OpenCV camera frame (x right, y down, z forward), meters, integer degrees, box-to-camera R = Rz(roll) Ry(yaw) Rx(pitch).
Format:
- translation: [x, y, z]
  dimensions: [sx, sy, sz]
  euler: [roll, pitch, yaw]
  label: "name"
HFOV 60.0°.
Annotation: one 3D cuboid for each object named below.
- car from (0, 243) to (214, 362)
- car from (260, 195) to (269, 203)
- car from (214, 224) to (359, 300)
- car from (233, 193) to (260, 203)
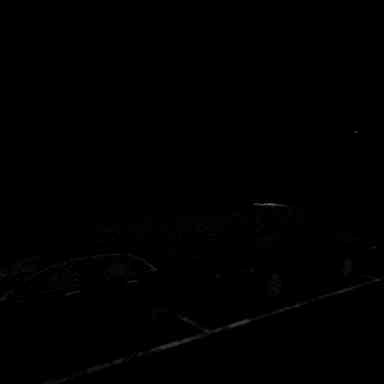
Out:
- translation: [-2.040, 1.550, 5.191]
  dimensions: [4.403, 1.369, 2.008]
  euler: [0, 0, -35]
  label: "car"
- translation: [9.399, 0.947, 49.739]
  dimensions: [1.994, 1.385, 4.181]
  euler: [0, 1, -35]
  label: "car"
- translation: [2.392, 1.540, 8.352]
  dimensions: [4.507, 1.381, 1.887]
  euler: [0, 0, -35]
  label: "car"
- translation: [6.789, 0.871, 47.792]
  dimensions: [2.128, 1.511, 4.902]
  euler: [0, 1, -35]
  label: "car"
